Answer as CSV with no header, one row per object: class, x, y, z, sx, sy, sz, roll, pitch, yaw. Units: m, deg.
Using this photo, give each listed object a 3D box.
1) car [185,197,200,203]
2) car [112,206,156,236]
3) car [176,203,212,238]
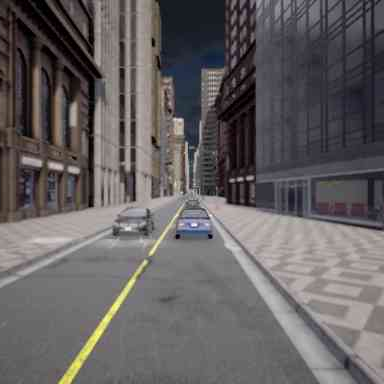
car,0.102,1.500,46.474,2.128,1.511,4.902,0,0,0
car,-3.075,1.530,18.411,1.812,1.442,4.674,0,0,0
car,0.100,1.552,17.834,2.033,1.411,5.357,0,0,0
